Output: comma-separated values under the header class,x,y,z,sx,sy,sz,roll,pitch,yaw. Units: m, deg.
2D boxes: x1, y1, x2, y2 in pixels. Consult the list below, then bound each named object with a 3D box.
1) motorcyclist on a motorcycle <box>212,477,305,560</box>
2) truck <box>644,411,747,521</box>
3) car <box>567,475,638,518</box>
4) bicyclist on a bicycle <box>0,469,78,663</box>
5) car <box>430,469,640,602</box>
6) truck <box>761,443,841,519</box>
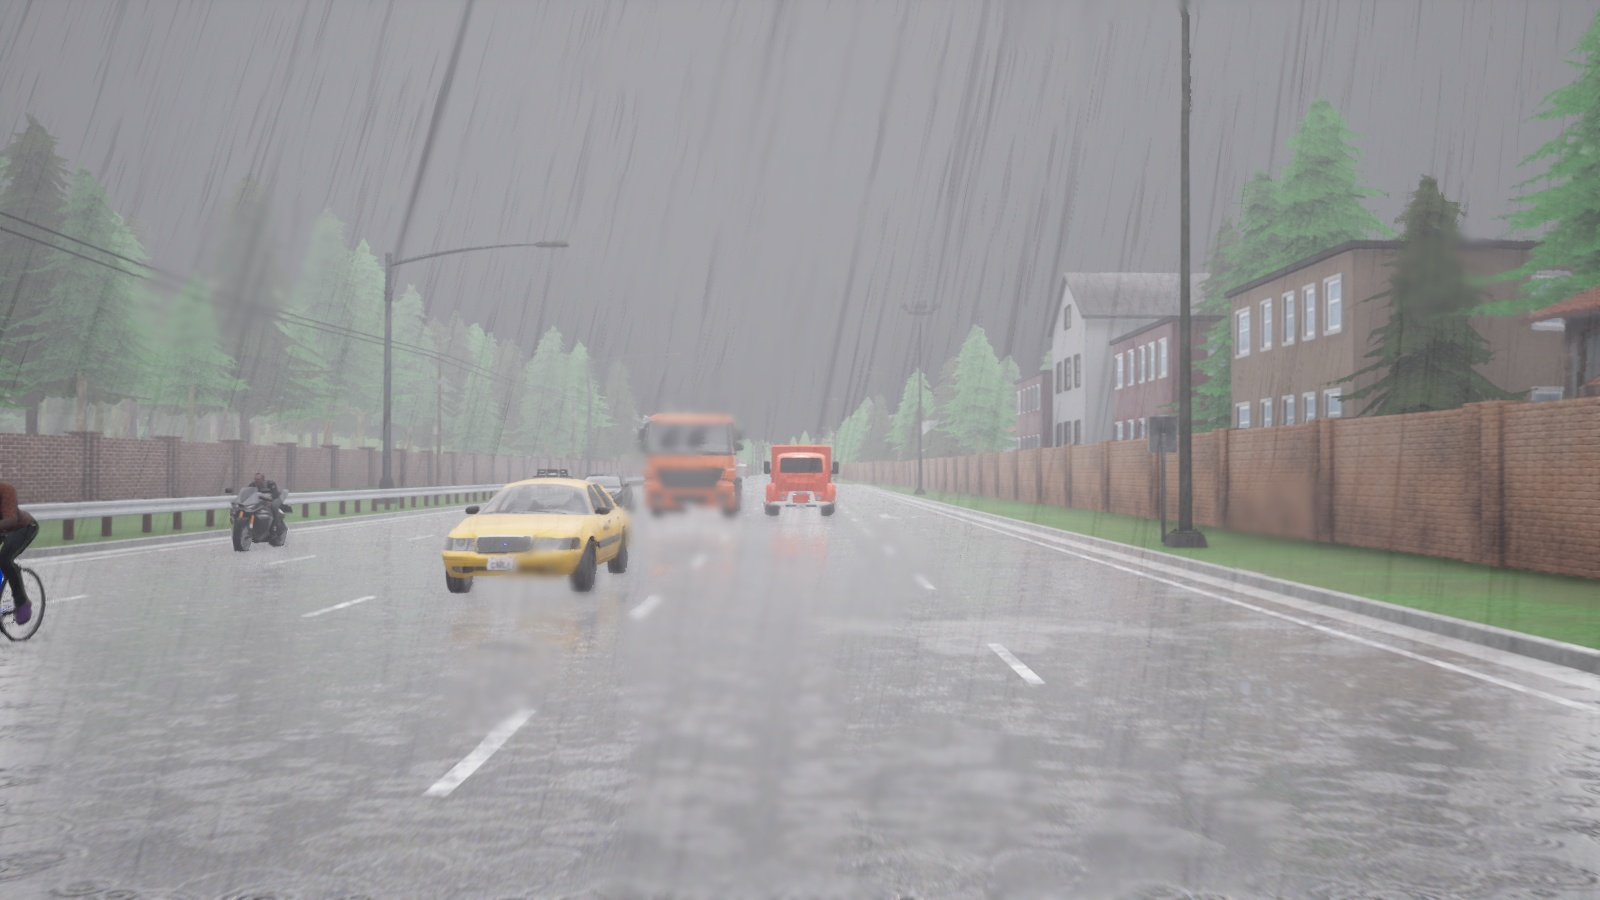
class,x,y,z,sx,sy,sz,roll,pitch,yaw
motorcyclist on a motorcycle,-10.479,1.301,24.407,0.866,1.530,2.191,0,-1,0
truck,-3.470,0.575,43.515,2.891,3.462,7.936,0,-1,0
car,-6.965,1.617,44.716,1.812,1.442,4.674,0,-1,0
bicyclist on a bicycle,-6.988,0.977,10.815,0.582,1.620,1.656,0,-1,0
car,-3.484,1.062,17.587,1.801,1.575,5.366,0,-1,0
truck,0.033,1.065,44.031,2.627,2.467,5.204,0,-1,0
